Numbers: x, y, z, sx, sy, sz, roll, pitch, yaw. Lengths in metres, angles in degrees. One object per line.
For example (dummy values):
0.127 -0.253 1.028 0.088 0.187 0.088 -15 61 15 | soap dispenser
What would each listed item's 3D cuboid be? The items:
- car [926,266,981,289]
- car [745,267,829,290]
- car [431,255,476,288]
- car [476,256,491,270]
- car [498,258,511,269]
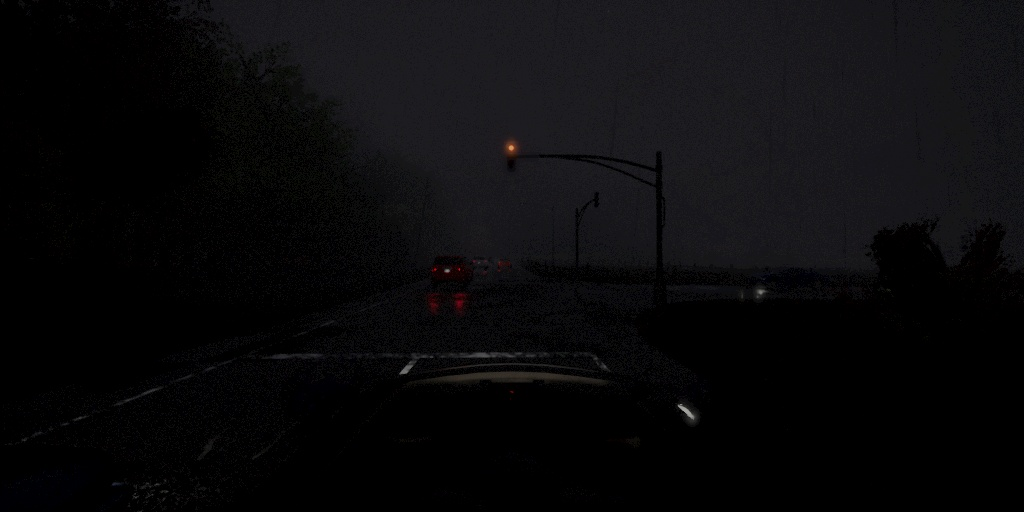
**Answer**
28.875 1.472 24.607 4.553 1.767 2.097 1 -1 -1 | car
18.603 1.486 24.420 5.008 1.535 1.882 1 -1 -1 | car
-3.906 0.970 23.930 2.150 2.045 5.566 0 0 -1 | car
-4.524 0.962 51.529 2.150 2.045 5.566 0 0 -1 | car
-1.181 1.090 58.085 2.097 1.767 4.553 0 0 -1 | car
